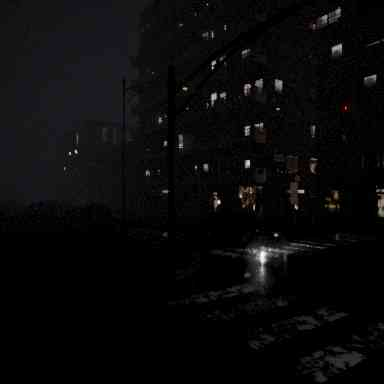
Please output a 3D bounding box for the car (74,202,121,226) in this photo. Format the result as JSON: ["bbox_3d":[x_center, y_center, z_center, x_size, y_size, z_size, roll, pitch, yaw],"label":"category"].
[{"bbox_3d":[-7.551,1.777,26.316,1.967,1.590,4.097,-1,0,-35],"label":"car"}]

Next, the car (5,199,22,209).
[{"bbox_3d":[-33.197,2.365,62.313,1.967,1.590,4.097,-1,0,-35],"label":"car"}]

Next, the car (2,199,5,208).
[{"bbox_3d":[-36.401,2.542,66.813,1.887,1.381,4.507,-1,0,-35],"label":"car"}]

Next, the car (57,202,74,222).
[{"bbox_3d":[-10.656,1.934,30.677,1.752,1.417,4.829,-1,0,-35],"label":"car"}]

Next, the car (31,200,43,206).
[{"bbox_3d":[-39.382,2.773,84.578,1.947,1.339,4.313,-1,0,-35],"label":"car"}]

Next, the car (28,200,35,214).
[{"bbox_3d":[-20.374,2.073,44.314,1.967,1.590,4.097,-1,0,-35],"label":"car"}]

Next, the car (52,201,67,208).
[{"bbox_3d":[-26.567,2.462,66.591,1.887,1.381,4.507,-1,0,-35],"label":"car"}]

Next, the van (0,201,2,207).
[{"bbox_3d":[-39.610,2.411,71.313,1.690,1.788,3.998,-1,0,-35],"label":"van"}]

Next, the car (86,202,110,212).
[{"bbox_3d":[-13.752,2.192,48.604,1.947,1.339,4.313,-1,0,-35],"label":"car"}]

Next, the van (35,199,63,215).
[{"bbox_3d":[-17.170,1.900,39.815,1.690,1.788,3.998,-1,0,-35],"label":"van"}]

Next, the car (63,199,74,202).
[{"bbox_3d":[-23.368,2.160,62.094,2.192,1.841,5.009,-1,0,-35],"label":"car"}]

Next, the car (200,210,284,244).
[{"bbox_3d":[2.361,1.698,16.843,1.837,1.490,4.892,0,0,-35],"label":"car"}]

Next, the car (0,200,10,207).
[{"bbox_3d":[-42.714,2.666,75.674,1.752,1.417,4.829,-1,0,-35],"label":"car"}]

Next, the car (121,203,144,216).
[{"bbox_3d":[-7.444,2.006,39.749,1.752,1.417,4.829,-1,0,-35],"label":"car"}]

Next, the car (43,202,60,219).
[{"bbox_3d":[-13.960,2.036,35.314,2.008,1.369,4.403,-1,0,-35],"label":"car"}]
